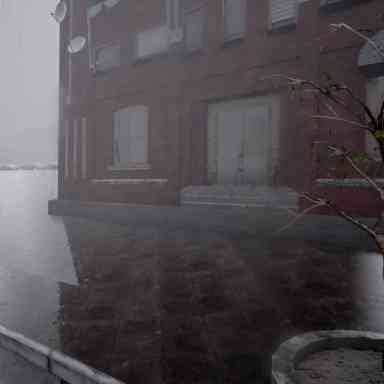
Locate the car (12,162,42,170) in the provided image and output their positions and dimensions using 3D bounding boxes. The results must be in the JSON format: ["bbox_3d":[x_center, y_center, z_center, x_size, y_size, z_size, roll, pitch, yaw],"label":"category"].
[{"bbox_3d":[-21.789,-3.369,45.860,4.892,1.521,2.231,1,1,27],"label":"car"}]

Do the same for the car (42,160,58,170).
[{"bbox_3d":[-16.708,-3.372,43.419,4.553,1.767,2.185,1,1,26],"label":"car"}]

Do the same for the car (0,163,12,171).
[{"bbox_3d":[-26.622,-3.431,48.317,4.674,1.452,2.002,1,1,28],"label":"car"}]
